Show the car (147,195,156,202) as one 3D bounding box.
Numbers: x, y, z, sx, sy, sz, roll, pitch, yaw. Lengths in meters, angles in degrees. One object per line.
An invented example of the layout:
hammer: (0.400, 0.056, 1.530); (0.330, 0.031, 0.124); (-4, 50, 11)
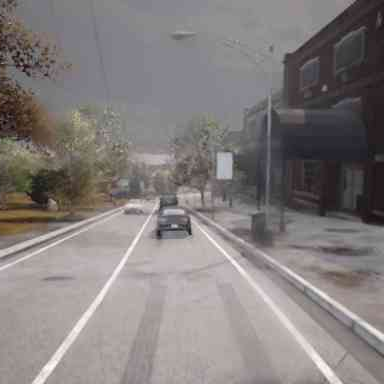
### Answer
car: (-9.342, 1.495, 75.771); (1.837, 1.490, 4.892); (-1, 0, -5)

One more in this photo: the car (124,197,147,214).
car: (-6.110, 1.545, 35.518); (1.812, 1.442, 4.674); (-1, 0, -5)

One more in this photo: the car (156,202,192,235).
car: (-1.028, 1.508, 18.594); (1.812, 1.442, 4.674); (-1, 0, -4)

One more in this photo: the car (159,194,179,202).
car: (-2.705, 1.203, 39.096); (2.150, 2.045, 5.566); (-1, 0, -5)
